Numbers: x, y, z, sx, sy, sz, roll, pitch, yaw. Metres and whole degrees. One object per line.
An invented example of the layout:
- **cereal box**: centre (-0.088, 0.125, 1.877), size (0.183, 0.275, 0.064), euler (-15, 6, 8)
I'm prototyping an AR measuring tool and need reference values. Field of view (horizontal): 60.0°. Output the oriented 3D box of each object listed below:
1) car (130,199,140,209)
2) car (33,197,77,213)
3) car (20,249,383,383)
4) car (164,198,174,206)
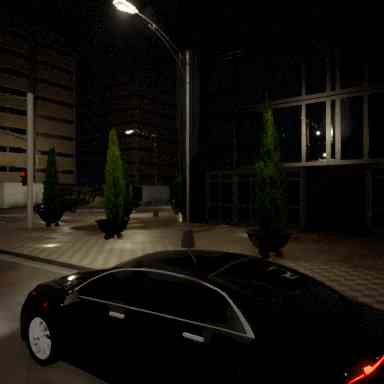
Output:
- **car**: centre (-9.096, 1.581, 44.990), size (1.812, 1.442, 4.674), euler (0, 0, 35)
- **car**: centre (-15.049, 1.407, 36.571), size (2.097, 1.767, 4.553), euler (0, 0, 35)
- **car**: centre (-0.249, 1.505, 4.169), size (4.892, 1.490, 1.837), euler (0, 0, 36)
- **car**: centre (-2.476, 1.411, 54.355), size (2.097, 1.767, 4.553), euler (0, 0, 35)
